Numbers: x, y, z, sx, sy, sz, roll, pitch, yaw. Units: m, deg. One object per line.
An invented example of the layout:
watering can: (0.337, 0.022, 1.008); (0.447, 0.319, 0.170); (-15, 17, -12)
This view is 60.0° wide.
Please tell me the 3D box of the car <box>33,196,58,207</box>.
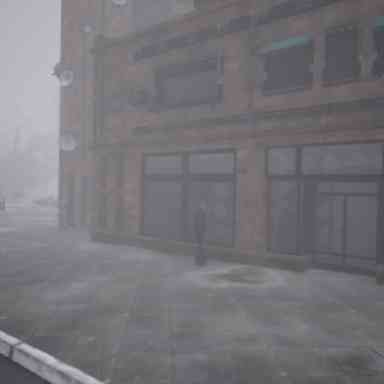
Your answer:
car: (-16.466, 1.202, 40.256); (1.895, 1.301, 4.718); (2, -2, 37)
